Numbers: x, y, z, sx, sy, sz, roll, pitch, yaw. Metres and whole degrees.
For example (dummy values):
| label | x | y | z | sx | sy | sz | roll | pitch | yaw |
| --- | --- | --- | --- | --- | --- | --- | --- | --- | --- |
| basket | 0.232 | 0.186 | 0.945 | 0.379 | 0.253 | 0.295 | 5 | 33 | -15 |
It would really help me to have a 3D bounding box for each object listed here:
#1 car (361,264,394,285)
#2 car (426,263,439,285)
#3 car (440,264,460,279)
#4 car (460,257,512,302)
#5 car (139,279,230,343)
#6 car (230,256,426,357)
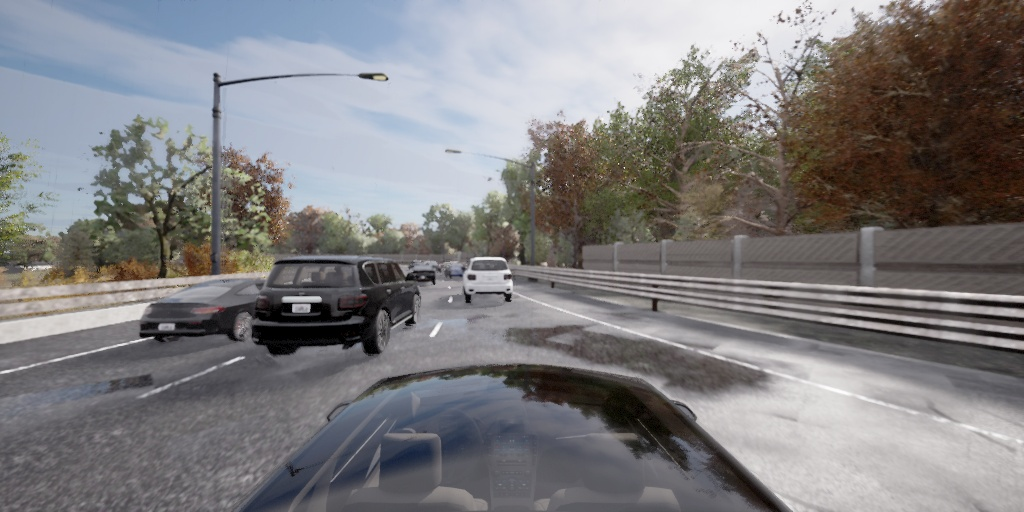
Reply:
| label | x | y | z | sx | sy | sz | roll | pitch | yaw |
| --- | --- | --- | --- | --- | --- | --- | --- | --- | --- |
| car | -11.007 | 1.443 | 29.645 | 2.128 | 1.511 | 4.902 | 0 | 0 | -15 |
| car | -7.135 | 1.421 | 28.642 | 1.882 | 1.535 | 5.008 | 0 | 0 | -14 |
| car | -5.628 | 1.542 | 35.862 | 2.033 | 1.411 | 5.357 | 0 | 0 | -18 |
| car | -1.346 | 1.089 | 18.095 | 2.150 | 2.045 | 5.566 | 0 | 0 | -9 |
| car | -7.410 | 1.335 | 9.804 | 1.812 | 1.442 | 4.674 | 0 | 0 | -4 |
| car | -3.813 | 1.023 | 8.912 | 2.150 | 2.045 | 5.566 | 0 | 0 | -3 |
